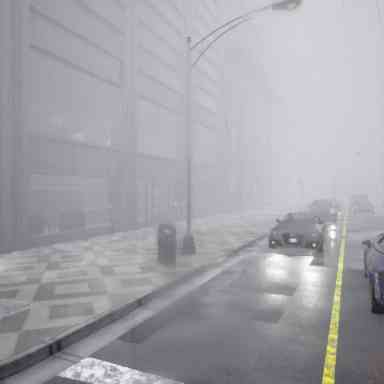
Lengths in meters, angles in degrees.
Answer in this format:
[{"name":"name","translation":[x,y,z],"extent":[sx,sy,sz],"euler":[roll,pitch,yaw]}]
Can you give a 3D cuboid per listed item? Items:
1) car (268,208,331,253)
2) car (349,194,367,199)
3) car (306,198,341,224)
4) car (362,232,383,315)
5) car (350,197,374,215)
[{"name":"car","translation":[4.512,1.566,13.851],"extent":[1.994,1.385,4.181],"euler":[0,0,25]},{"name":"car","translation":[21.925,1.236,43.570],"extent":[2.150,2.045,5.566],"euler":[0,0,25]},{"name":"car","translation":[9.908,1.357,25.301],"extent":[2.097,1.767,4.553],"euler":[0,0,25]},{"name":"car","translation":[4.707,1.527,6.990],"extent":[1.812,1.442,4.674],"euler":[0,0,25]},{"name":"car","translation":[17.507,1.558,34.076],"extent":[2.033,1.411,5.357],"euler":[0,0,26]}]
